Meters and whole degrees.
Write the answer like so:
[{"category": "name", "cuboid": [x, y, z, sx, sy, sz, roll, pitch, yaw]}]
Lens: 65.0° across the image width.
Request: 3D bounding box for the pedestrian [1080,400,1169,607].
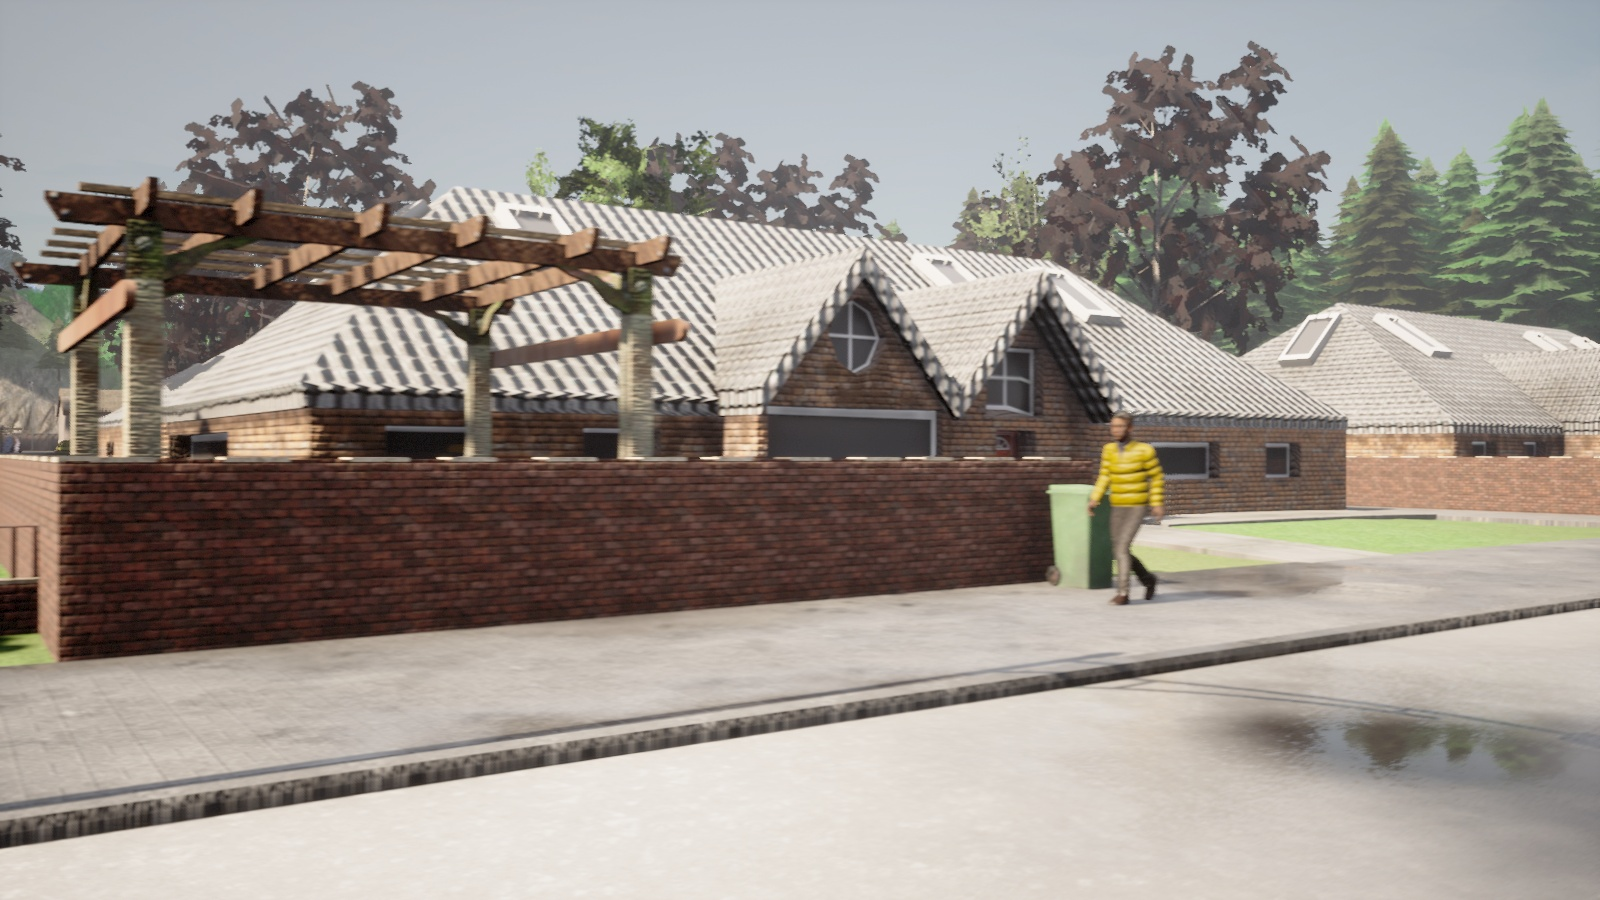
[{"category": "pedestrian", "cuboid": [2.989, 0.477, 11.555, 0.709, 1.840, 0.431, 0, 0, -36]}]
